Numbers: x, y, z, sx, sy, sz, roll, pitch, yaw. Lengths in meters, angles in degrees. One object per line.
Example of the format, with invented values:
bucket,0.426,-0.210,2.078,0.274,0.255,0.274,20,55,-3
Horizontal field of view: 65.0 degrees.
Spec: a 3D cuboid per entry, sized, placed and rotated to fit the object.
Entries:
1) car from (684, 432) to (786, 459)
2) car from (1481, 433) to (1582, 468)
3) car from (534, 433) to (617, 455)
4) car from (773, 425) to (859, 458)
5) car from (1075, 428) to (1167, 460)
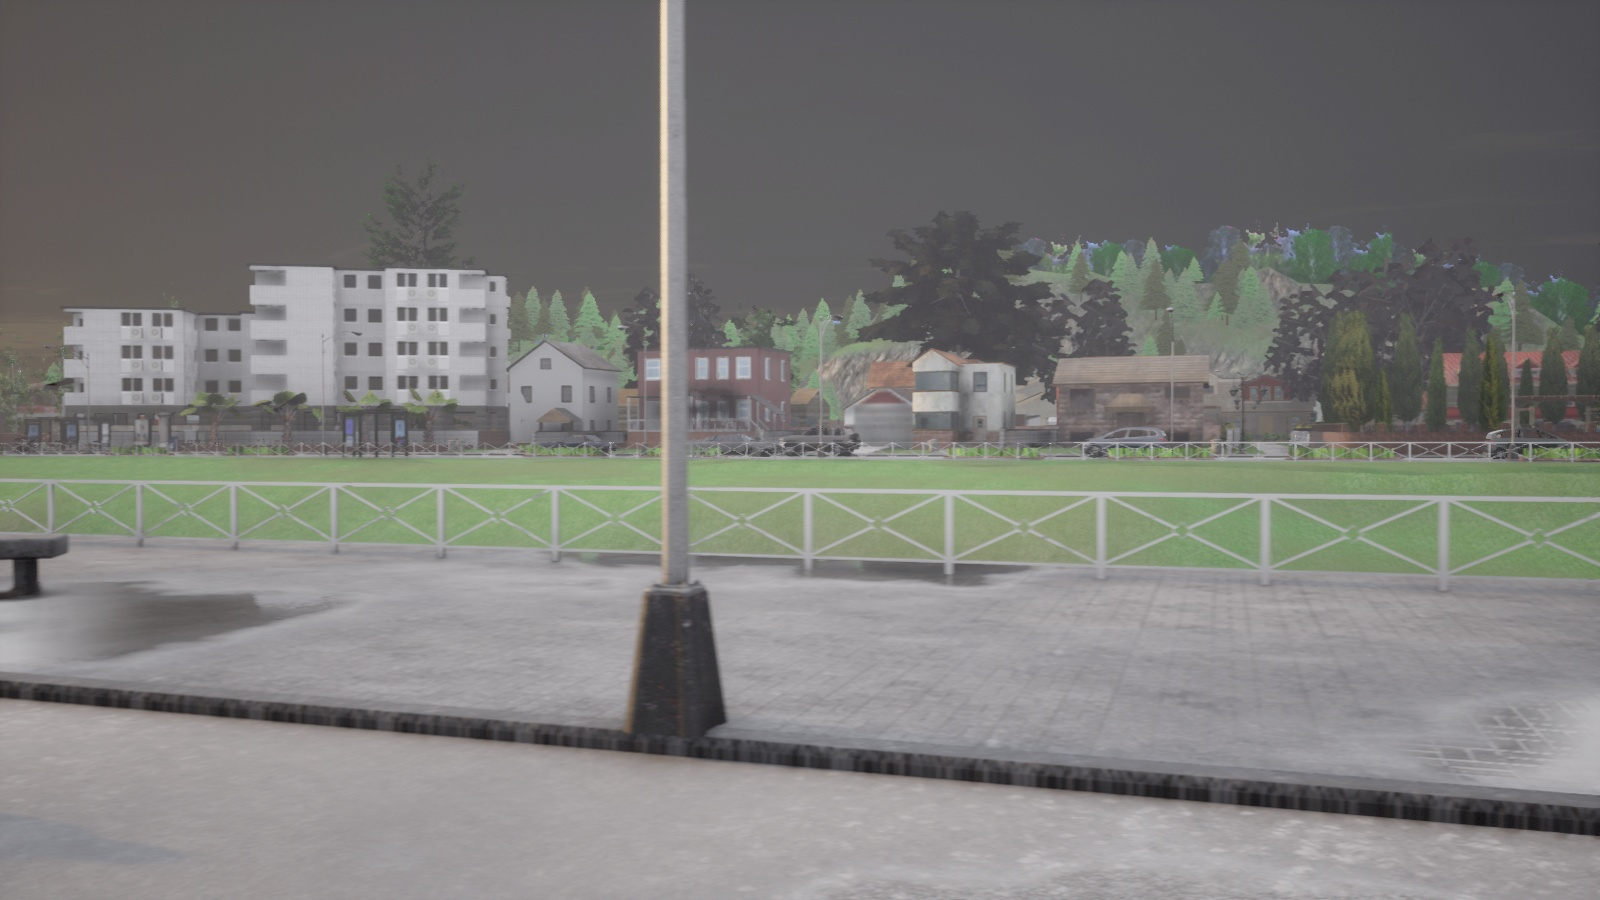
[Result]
car,-3.622,-0.261,70.027,5.357,1.411,2.033,1,1,19
car,33.455,0.009,57.543,3.705,1.549,1.789,0,1,19
car,-13.907,-0.370,77.711,4.718,1.301,1.895,1,1,19
car,0.906,-0.518,72.720,4.605,1.855,1.932,1,1,19
car,17.195,-0.341,67.236,4.611,1.667,2.242,1,1,19
